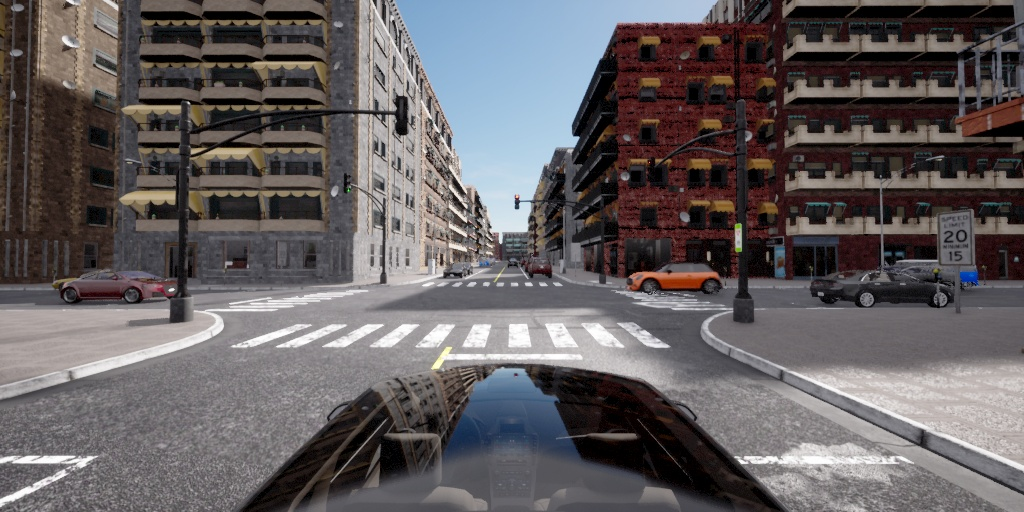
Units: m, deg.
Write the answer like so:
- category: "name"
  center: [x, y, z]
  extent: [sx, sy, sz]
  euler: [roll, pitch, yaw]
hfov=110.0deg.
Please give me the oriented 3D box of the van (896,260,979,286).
- category: "van"
  center: [24.925, 1.115, 21.265]
  extent: [3.998, 1.789, 1.690]
  euler: [0, 0, 0]

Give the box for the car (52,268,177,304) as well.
- category: "car"
  center: [-17.192, 1.339, 16.014]
  extent: [4.181, 1.385, 1.994]
  euler: [0, -1, 0]

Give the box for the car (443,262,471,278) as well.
- category: "car"
  center: [-5.279, 1.328, 33.694]
  extent: [1.948, 1.339, 4.313]
  euler: [0, 0, 0]

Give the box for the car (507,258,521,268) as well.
- category: "car"
  center: [0.168, 1.329, 63.892]
  extent: [1.837, 1.490, 4.892]
  euler: [0, 0, 0]

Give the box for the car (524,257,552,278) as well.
- category: "car"
  center: [2.602, 1.076, 33.731]
  extent: [2.192, 1.841, 5.009]
  euler: [0, 0, 0]

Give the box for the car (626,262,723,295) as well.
- category: "car"
  center: [8.549, 1.121, 19.227]
  extent: [4.553, 1.767, 2.097]
  euler: [0, -1, 5]

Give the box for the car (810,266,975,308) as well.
- category: "car"
  center: [13.758, 1.185, 13.425]
  extent: [4.403, 1.370, 2.007]
  euler: [0, 0, 0]

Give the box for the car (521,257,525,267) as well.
- category: "car"
  center: [2.615, 1.086, 44.854]
  extent: [2.192, 1.841, 5.009]
  euler: [0, 0, 0]

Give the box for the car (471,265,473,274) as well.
- category: "car"
  center: [-5.273, 1.331, 39.255]
  extent: [1.948, 1.339, 4.313]
  euler: [0, 0, 0]

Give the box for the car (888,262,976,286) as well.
- category: "car"
  center: [20.383, 1.225, 18.833]
  extent: [4.902, 1.511, 2.128]
  euler: [0, -1, 0]
